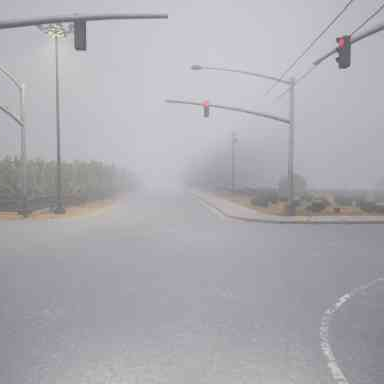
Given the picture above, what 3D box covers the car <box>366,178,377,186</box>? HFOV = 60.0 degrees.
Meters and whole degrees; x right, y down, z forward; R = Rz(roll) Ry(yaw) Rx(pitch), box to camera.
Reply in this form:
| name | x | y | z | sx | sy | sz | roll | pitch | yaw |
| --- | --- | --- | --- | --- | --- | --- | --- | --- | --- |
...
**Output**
| name | x | y | z | sx | sy | sz | roll | pitch | yaw |
| --- | --- | --- | --- | --- | --- | --- | --- | --- | --- |
| car | 42.090 | -2.342 | 77.689 | 1.905 | 1.878 | 3.866 | 10 | 10 | 41 |
